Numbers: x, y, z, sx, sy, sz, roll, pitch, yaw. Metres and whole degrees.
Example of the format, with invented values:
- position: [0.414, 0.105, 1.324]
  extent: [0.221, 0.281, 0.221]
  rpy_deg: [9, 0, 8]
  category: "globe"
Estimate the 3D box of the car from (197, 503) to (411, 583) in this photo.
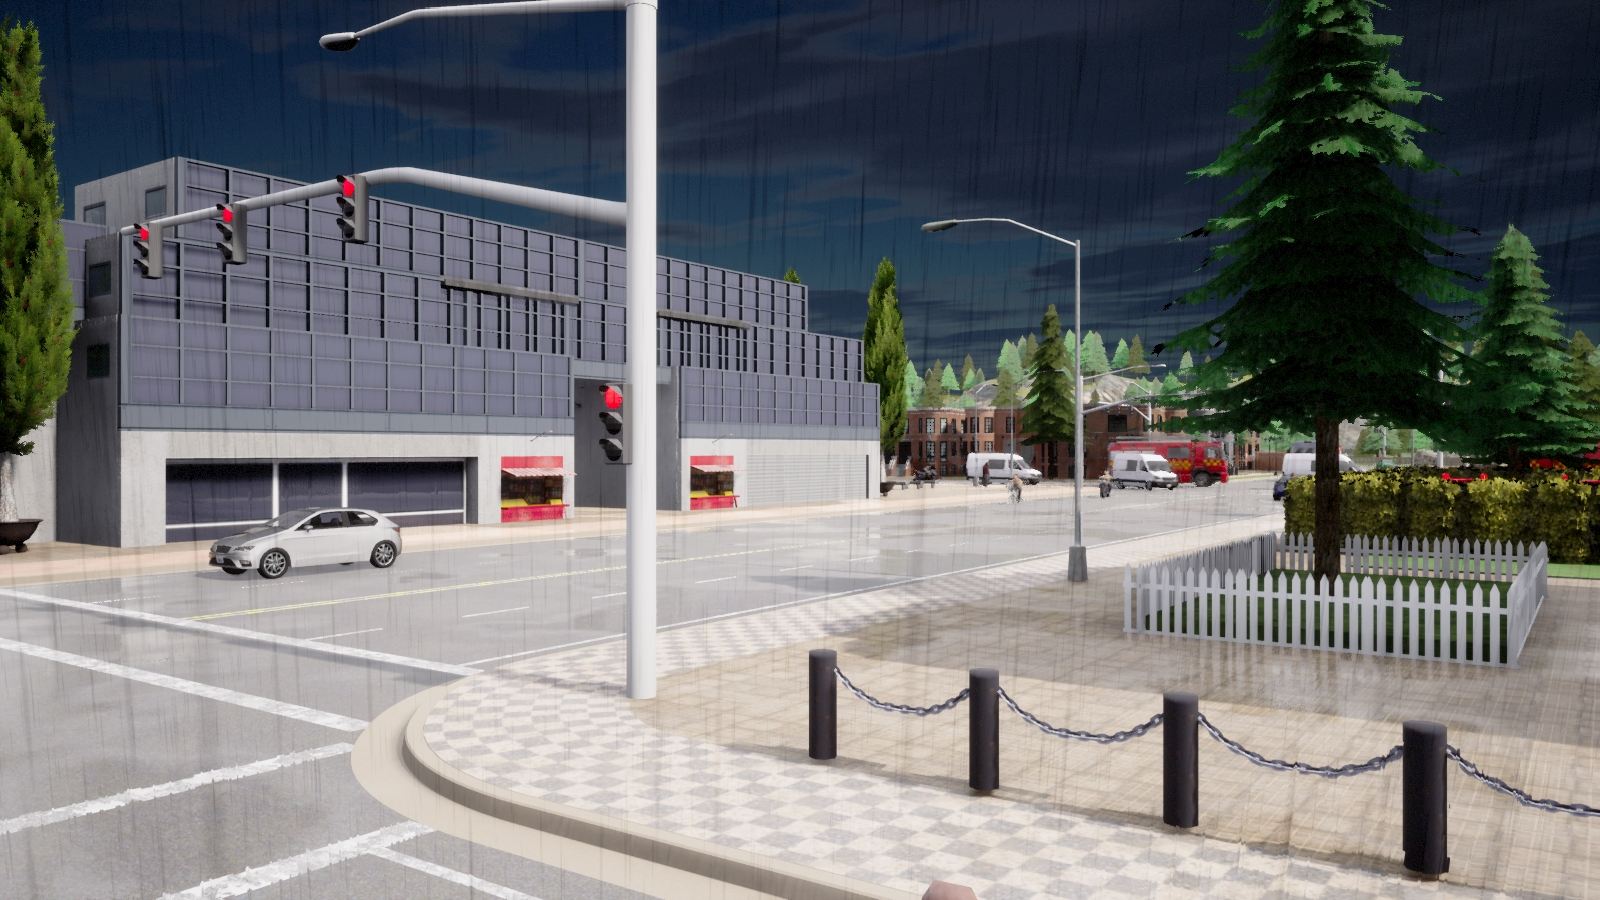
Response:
- position: [-11.323, 2.066, 26.349]
  extent: [1.816, 1.474, 4.193]
  rpy_deg: [0, 0, 35]
  category: "car"

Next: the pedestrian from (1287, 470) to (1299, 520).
- position: [18.522, 1.695, 42.942]
  extent: [0.375, 1.860, 0.375]
  rpy_deg: [0, 0, 30]
  category: "pedestrian"

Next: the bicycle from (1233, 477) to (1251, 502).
- position: [24.334, 2.158, 62.852]
  extent: [0.859, 1.276, 1.487]
  rpy_deg: [0, 0, 23]
  category: "bicycle"

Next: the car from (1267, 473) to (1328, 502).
- position: [27.765, 2.063, 63.661]
  extent: [2.163, 1.488, 4.792]
  rpy_deg: [0, 0, 35]
  category: "car"

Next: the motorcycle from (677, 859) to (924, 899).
- position: [0.509, 2.205, 3.428]
  extent: [2.209, 1.251, 0.867]
  rpy_deg: [0, 0, 35]
  category: "motorcycle"
